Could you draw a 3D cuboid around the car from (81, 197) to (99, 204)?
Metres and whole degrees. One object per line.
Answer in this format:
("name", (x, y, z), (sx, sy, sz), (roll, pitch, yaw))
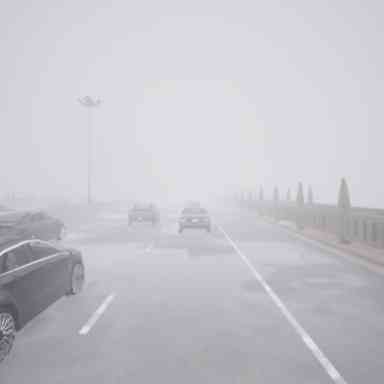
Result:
("car", (-17.342, 1.627, 56.876), (1.882, 1.535, 5.008), (0, 0, 0))

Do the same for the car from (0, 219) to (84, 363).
("car", (-3.374, 1.491, 5.721), (2.128, 1.511, 4.902), (0, 0, 0))

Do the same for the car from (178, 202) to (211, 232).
("car", (0.154, 1.570, 20.106), (2.033, 1.411, 5.357), (0, 0, 0))

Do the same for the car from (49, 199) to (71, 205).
("car", (-20.857, 1.701, 52.542), (1.895, 1.301, 4.718), (0, 0, 0))

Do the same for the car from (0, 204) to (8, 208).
("car", (-14.021, 1.540, 22.985), (1.812, 1.442, 4.674), (0, 0, 0))

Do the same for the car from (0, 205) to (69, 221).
("car", (-6.862, 1.510, 13.845), (1.837, 1.490, 4.892), (0, 0, 0))

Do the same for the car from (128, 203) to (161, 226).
("car", (-3.337, 1.519, 23.866), (2.128, 1.511, 4.902), (0, 0, 0))

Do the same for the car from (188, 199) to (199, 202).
("car", (0.215, 1.608, 41.532), (1.812, 1.442, 4.674), (0, 0, 0))
